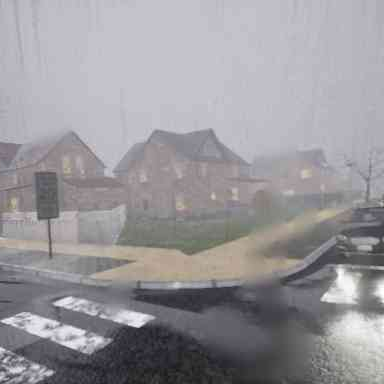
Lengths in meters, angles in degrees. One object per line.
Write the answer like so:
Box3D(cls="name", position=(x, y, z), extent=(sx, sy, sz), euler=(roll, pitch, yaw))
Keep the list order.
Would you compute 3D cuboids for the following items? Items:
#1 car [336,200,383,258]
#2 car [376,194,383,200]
Box3D(cls="car", position=(6.297, 1.233, 11.305), extent=(2.128, 1.511, 4.902), euler=(-5, -1, 37))
Box3D(cls="car", position=(13.844, 0.733, 22.630), extent=(2.097, 1.767, 4.553), euler=(-5, -1, 33))
